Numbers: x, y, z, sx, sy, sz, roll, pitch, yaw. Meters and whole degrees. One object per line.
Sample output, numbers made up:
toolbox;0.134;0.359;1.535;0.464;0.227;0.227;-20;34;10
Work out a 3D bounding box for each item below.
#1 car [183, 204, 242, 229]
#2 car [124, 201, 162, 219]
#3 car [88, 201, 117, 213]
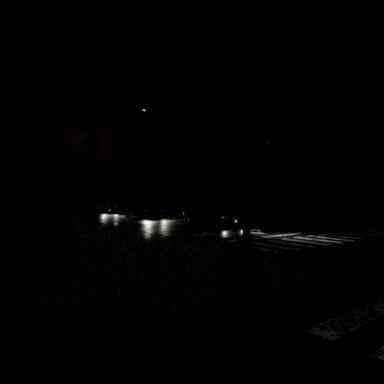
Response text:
car;1.281;1.554;22.559;2.128;1.511;4.902;0;0;-36
car;-4.547;1.579;30.666;1.882;1.535;5.008;0;0;-35
car;-10.454;1.741;38.897;1.895;1.301;4.718;0;0;-36
